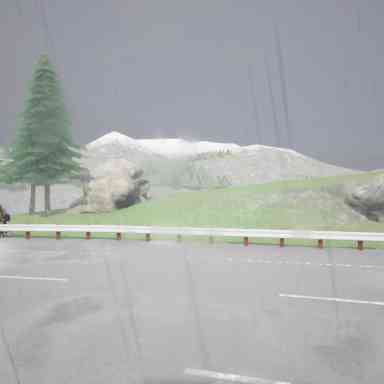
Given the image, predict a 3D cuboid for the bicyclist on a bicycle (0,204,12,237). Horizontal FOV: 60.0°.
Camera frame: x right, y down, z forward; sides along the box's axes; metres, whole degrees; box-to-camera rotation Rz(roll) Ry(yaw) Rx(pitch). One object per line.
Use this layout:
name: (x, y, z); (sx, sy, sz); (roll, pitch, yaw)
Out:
bicyclist on a bicycle: (-9.209, 1.433, 16.091); (0.582, 1.620, 1.656); (0, -4, 5)
